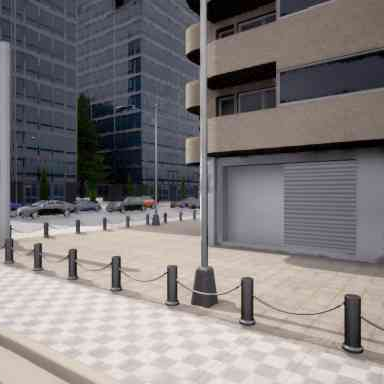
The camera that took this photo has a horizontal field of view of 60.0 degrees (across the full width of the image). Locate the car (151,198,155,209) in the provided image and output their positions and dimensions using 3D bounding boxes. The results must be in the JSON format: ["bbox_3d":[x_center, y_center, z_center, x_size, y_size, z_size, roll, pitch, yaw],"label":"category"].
[{"bbox_3d":[-6.767,1.297,42.140,2.097,1.767,4.553,0,0,36],"label":"car"}]

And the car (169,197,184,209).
[{"bbox_3d":[-0.962,1.449,44.194,1.837,1.490,4.892,0,0,36],"label":"car"}]

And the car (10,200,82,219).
[{"bbox_3d":[-12.376,1.436,28.394,2.128,1.511,4.902,0,0,36],"label":"car"}]

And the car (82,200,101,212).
[{"bbox_3d":[-11.709,1.508,35.291,1.994,1.385,4.181,0,0,36],"label":"car"}]

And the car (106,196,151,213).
[{"bbox_3d":[-7.034,1.297,35.796,2.097,1.767,4.553,0,0,36],"label":"car"}]

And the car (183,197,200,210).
[{"bbox_3d":[1.655,1.492,41.516,2.033,1.411,5.357,0,0,36],"label":"car"}]

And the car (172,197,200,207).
[{"bbox_3d":[-0.802,1.470,50.370,1.812,1.442,4.674,0,0,36],"label":"car"}]
